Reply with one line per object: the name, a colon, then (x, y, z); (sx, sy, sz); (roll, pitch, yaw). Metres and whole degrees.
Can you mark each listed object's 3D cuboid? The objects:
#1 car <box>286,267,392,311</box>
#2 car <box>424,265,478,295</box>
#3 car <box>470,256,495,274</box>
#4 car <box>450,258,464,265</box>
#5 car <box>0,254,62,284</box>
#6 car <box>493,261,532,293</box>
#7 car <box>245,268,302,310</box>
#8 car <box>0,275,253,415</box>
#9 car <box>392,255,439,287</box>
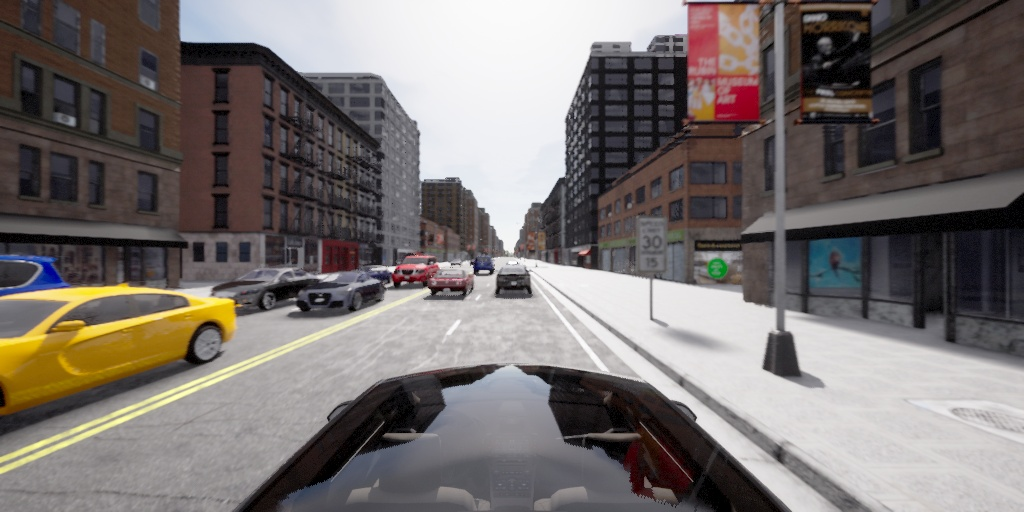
car: (-6.584, 1.317, 14.261); (1.994, 1.385, 4.181); (0, 0, 0)
car: (-3.159, 1.355, 19.597); (1.895, 1.301, 4.718); (0, 0, 0)
car: (-3.203, 0.982, 41.299); (2.150, 2.045, 5.566); (0, 0, 0)
car: (-9.778, 1.109, 64.182); (2.033, 1.411, 5.357); (0, 0, 0)
car: (-9.842, 0.972, 4.881); (2.150, 2.045, 5.566); (0, 0, 0)
car: (0.090, 1.232, 20.656); (1.882, 1.535, 5.008); (0, 0, 0)
car: (-9.827, 1.245, 14.693); (2.128, 1.511, 4.902); (0, 0, 0)
car: (-6.599, 1.229, 5.265); (1.882, 1.535, 5.008); (0, 0, 0)
car: (-6.510, 0.976, 24.990); (2.150, 2.045, 5.566); (0, 0, 0)
